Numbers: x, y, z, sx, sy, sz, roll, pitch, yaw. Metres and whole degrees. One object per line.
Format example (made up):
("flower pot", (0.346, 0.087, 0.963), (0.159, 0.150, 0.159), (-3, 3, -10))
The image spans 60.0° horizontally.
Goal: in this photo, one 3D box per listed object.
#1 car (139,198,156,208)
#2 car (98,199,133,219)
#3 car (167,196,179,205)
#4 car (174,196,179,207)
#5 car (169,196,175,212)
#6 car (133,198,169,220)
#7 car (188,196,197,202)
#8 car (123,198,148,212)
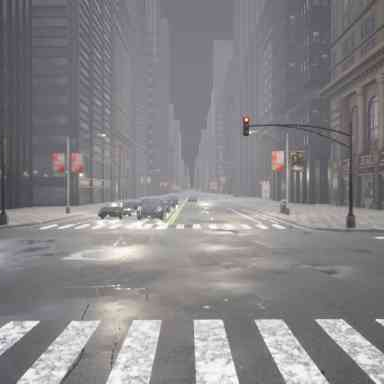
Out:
("car", (-6.565, 1.565, 49.441), (1.895, 1.301, 4.718), (0, 0, 0))
("car", (-6.551, 1.531, 29.257), (2.033, 1.411, 5.357), (0, 0, 4))
("car", (-3.273, 1.455, 57.745), (1.837, 1.490, 4.892), (0, 0, 0))
("car", (-3.319, 1.531, 47.371), (1.994, 1.385, 4.181), (0, 0, 0))
("car", (-3.320, 1.524, 37.472), (2.033, 1.411, 5.357), (0, 0, 0))
("car", (-3.327, 1.337, 27.998), (2.097, 1.767, 4.553), (0, 0, 0))
("car", (0.138, 1.469, 70.256), (2.033, 1.411, 5.357), (0, 0, 0))
("car", (-6.567, 1.522, 39.355), (2.033, 1.411, 5.357), (0, 0, 0))
